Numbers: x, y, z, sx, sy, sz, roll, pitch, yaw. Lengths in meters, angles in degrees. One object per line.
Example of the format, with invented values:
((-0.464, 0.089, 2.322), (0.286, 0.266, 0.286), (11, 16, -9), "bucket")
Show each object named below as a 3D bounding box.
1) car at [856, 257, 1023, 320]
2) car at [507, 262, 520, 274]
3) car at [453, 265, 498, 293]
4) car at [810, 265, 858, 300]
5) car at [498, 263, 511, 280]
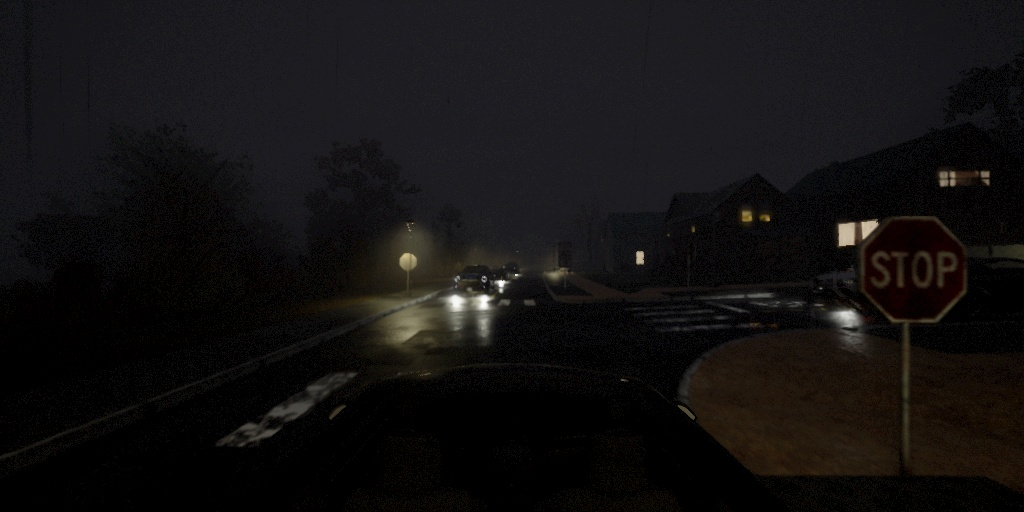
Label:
((11.850, 0.718, 8.966), (4.181, 1.385, 1.994), (-3, -1, 5), "car")
((-0.109, 1.639, 51.514), (2.097, 1.767, 4.553), (0, 0, 7), "car")
((-2.327, 1.365, 22.897), (2.097, 1.767, 4.553), (0, -1, 3), "car")
((12.596, 0.682, 11.765), (4.674, 1.442, 1.812), (-3, -1, 5), "car")
((-1.529, 1.705, 36.184), (1.994, 1.385, 4.181), (0, -1, 4), "car")
